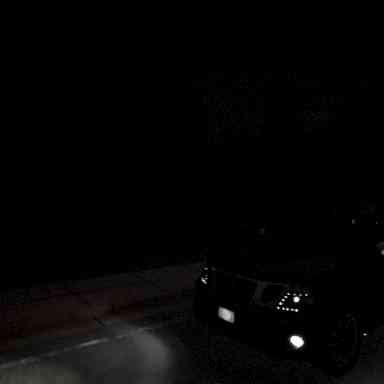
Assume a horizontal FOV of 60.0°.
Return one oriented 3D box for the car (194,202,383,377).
[{"bbox_3d":[2.674,1.245,5.986,5.566,2.045,2.150,0,0,-36],"label":"car"}]
